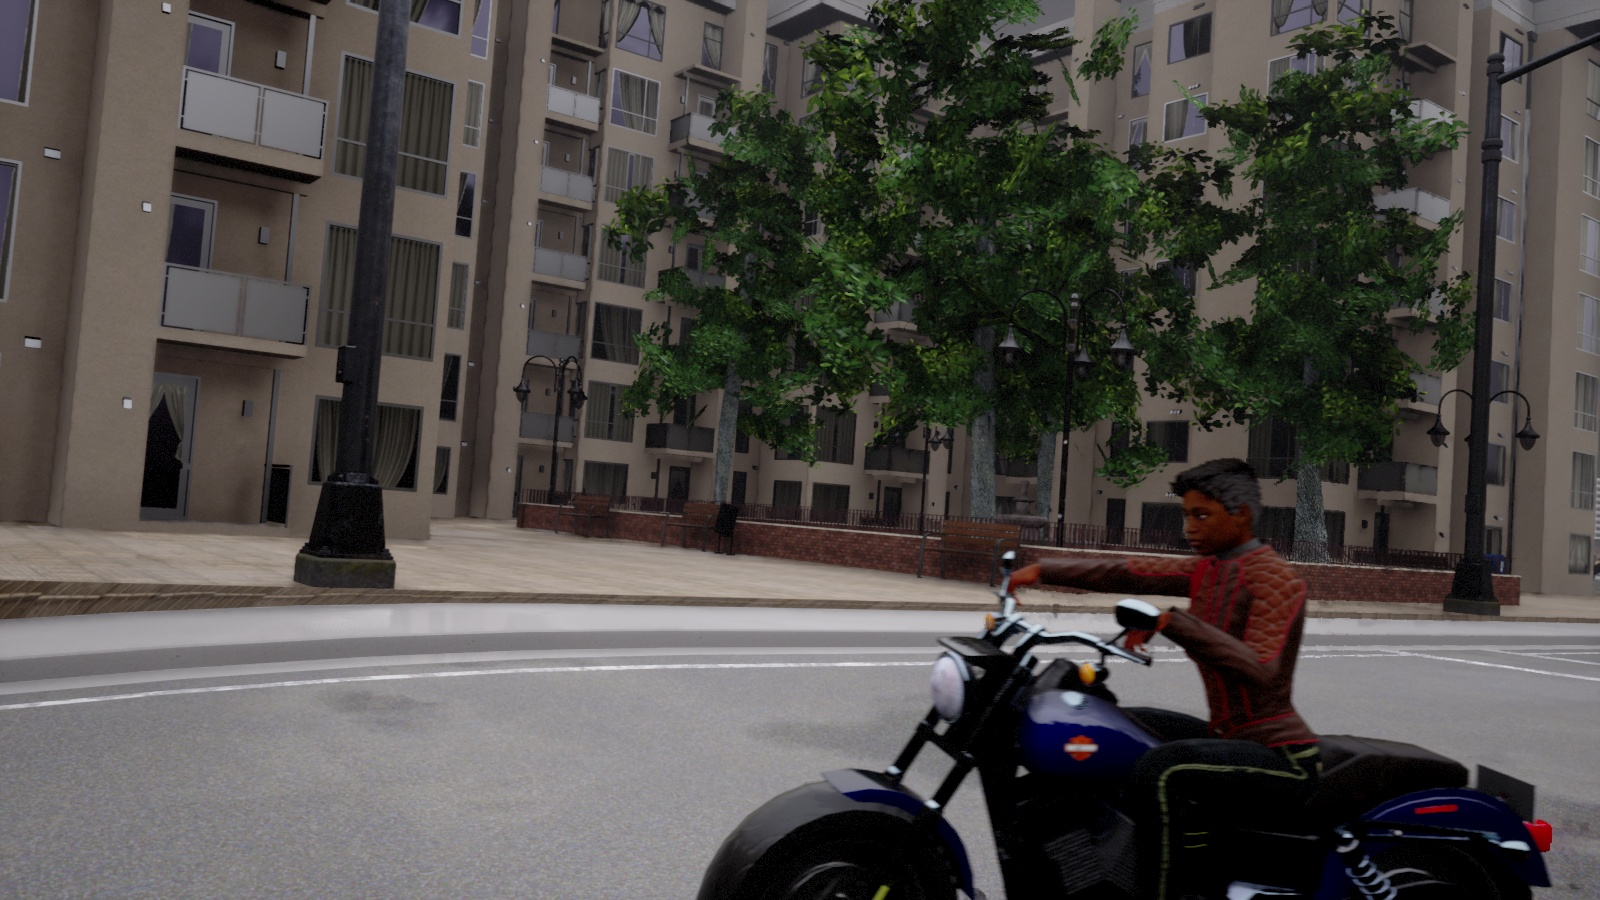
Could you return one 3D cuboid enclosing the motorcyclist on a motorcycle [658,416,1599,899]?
[{"bbox_3d":[0.829,0.810,3.408,2.350,1.649,0.766,3,0,-7],"label":"motorcyclist on a motorcycle"}]
